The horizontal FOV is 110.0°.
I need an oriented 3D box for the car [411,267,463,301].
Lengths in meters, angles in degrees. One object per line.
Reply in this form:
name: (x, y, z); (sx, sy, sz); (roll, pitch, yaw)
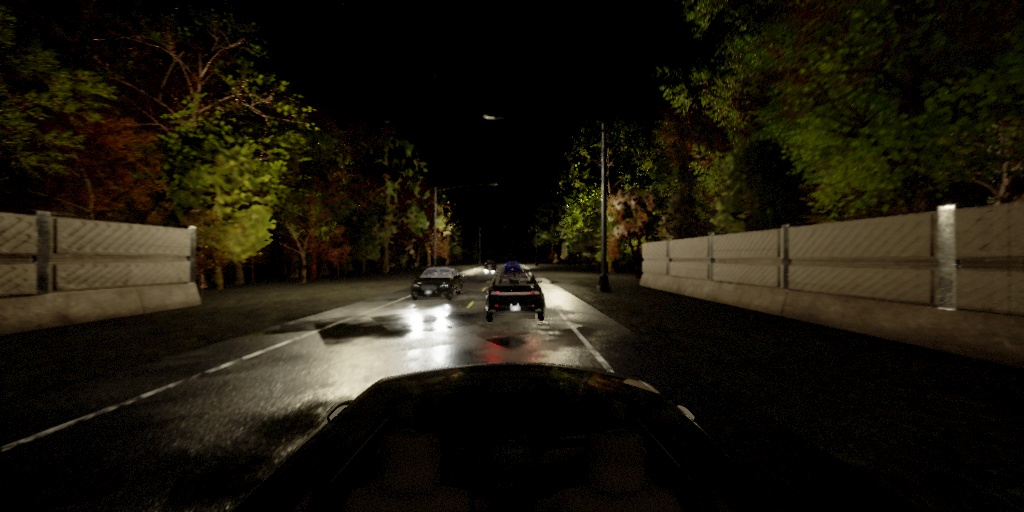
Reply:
car: (-3.605, 1.307, 17.913); (2.128, 1.511, 4.902); (0, 0, 0)

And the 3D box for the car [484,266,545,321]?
car: (0.094, 1.295, 12.828); (2.128, 1.511, 4.902); (-1, 0, 0)

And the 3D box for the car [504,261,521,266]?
car: (0.080, 1.401, 43.620); (1.882, 1.535, 5.008); (0, 0, 0)

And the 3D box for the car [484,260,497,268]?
car: (-3.575, 1.448, 59.597); (2.128, 1.511, 4.902); (0, 0, 0)
